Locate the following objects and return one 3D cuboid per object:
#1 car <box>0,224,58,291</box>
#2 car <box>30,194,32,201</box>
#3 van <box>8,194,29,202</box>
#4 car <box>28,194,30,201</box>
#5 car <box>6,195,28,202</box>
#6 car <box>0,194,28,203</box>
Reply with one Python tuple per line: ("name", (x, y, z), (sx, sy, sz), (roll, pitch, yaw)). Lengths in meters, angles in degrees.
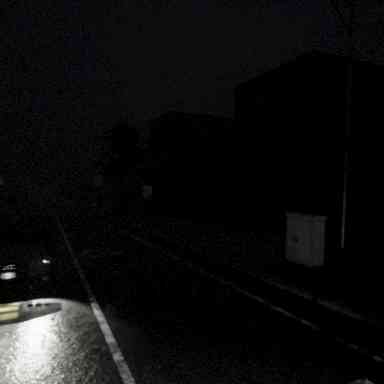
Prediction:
("car", (-4.661, 1.577, 8.804), (1.994, 1.385, 4.181), (0, 0, -24))
("car", (-41.491, 1.413, 78.459), (5.566, 2.045, 2.435), (0, -1, -24))
("van", (-43.621, 1.502, 83.644), (4.442, 1.987, 1.878), (0, -1, -24))
("car", (-38.101, 1.340, 70.762), (5.566, 2.045, 2.435), (0, -1, -24))
("car", (-42.566, 1.569, 81.044), (4.553, 1.767, 2.185), (0, -1, -24))
("car", (-36.942, 1.575, 68.210), (4.892, 1.521, 2.231), (0, -1, -24))
